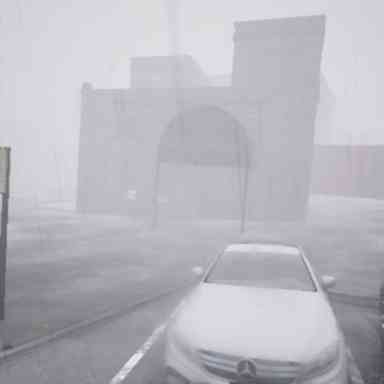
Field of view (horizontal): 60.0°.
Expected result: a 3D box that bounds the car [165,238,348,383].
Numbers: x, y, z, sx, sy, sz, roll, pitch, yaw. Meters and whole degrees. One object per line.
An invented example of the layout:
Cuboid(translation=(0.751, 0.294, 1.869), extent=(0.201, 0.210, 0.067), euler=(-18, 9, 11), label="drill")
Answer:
Cuboid(translation=(1.074, 1.510, 5.150), extent=(2.002, 1.452, 4.674), euler=(1, -1, 15), label="car")

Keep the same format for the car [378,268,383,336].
Cuboid(translation=(3.486, 1.499, 3.430), extent=(2.163, 1.488, 4.792), euler=(1, -1, 15), label="car")
